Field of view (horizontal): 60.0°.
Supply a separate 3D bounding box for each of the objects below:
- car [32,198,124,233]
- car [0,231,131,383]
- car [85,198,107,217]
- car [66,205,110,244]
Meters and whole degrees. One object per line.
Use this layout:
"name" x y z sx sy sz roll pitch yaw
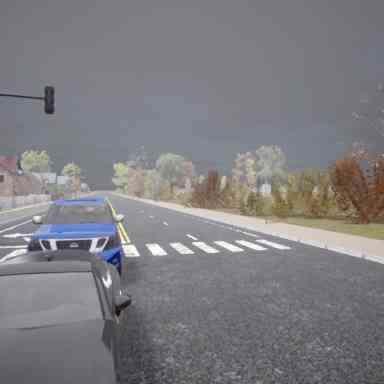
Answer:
"car" -3.342 1.218 10.064 2.150 2.045 5.566 0 0 -15
"car" -1.743 1.524 3.965 1.812 1.442 4.674 0 0 -12
"car" -9.377 1.458 32.773 1.882 1.535 5.008 0 1 -15
"car" -5.190 1.498 17.013 1.837 1.490 4.892 0 0 -15
